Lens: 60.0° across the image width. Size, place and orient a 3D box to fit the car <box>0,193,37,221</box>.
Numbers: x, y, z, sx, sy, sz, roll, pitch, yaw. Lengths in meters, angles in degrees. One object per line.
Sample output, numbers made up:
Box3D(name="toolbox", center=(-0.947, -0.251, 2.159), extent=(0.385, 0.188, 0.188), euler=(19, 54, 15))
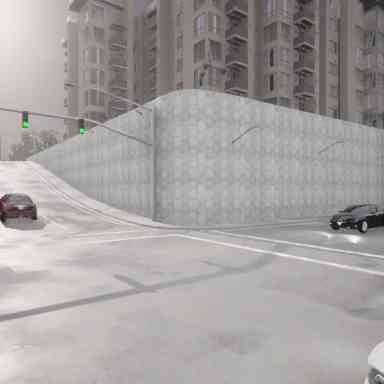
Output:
Box3D(name="car", center=(-12.230, 0.854, 23.029), extent=(2.097, 1.767, 4.553), euler=(0, 5, -36))

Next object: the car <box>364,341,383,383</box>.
Box3D(name="car", center=(3.272, 1.530, 1.467), extent=(1.812, 1.442, 4.674), euler=(0, 0, -36))

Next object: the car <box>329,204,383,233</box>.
Box3D(name="car", center=(10.164, 1.505, 19.853), extent=(4.892, 1.490, 1.837), euler=(0, 0, -36))
